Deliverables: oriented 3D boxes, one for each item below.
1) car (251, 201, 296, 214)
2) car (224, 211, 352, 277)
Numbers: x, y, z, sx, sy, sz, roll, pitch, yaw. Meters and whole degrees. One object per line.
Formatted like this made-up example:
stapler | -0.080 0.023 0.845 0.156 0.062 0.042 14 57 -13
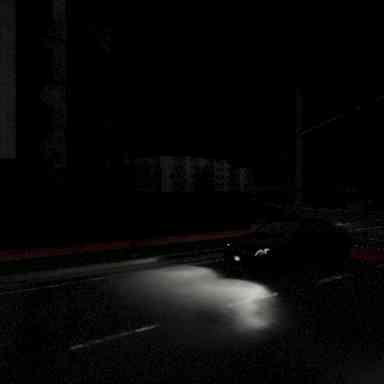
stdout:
car | 6.125 1.478 26.787 1.882 1.535 5.008 0 0 -37
car | 3.147 1.526 10.383 4.674 1.442 1.812 0 0 -35
